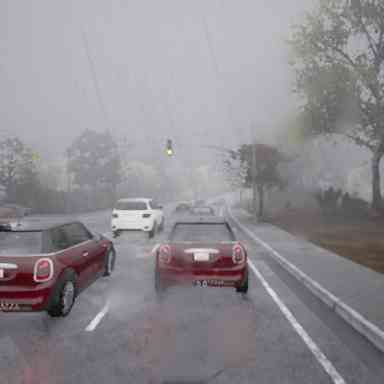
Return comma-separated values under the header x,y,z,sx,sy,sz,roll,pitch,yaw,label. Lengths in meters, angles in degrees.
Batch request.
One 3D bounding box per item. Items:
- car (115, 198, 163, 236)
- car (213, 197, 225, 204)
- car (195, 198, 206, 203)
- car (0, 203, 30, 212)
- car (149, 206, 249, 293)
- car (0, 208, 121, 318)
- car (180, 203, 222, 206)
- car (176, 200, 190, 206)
x,y,z,sx,sy,sz,roll,pitch,yaw,label
-2.960,1.365,19.042,2.150,2.045,5.566,0,0,2,car
5.747,2.141,73.762,1.895,1.301,4.718,0,0,9,car
1.825,2.031,70.723,1.837,1.490,4.892,0,0,9,car
-17.840,1.806,32.582,4.181,1.385,1.994,0,0,5,car
0.250,1.421,9.226,2.097,1.767,4.553,0,-1,1,car
-3.282,1.410,7.733,2.097,1.767,4.553,0,0,1,car
0.620,1.647,20.697,2.128,1.511,4.902,0,0,2,car
-1.083,1.862,44.994,1.812,1.442,4.674,0,0,4,car
